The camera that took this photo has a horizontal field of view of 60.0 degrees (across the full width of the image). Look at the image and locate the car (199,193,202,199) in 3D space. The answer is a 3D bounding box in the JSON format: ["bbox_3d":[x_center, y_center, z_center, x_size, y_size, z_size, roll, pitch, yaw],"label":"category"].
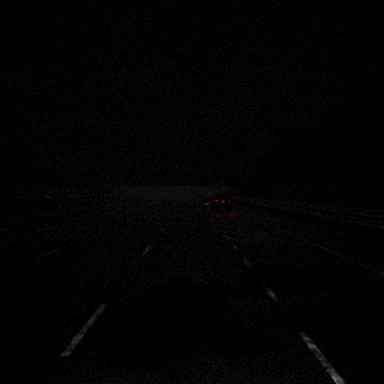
[{"bbox_3d":[3.510,1.480,85.448,1.895,1.301,4.718,0,0,0],"label":"car"}]

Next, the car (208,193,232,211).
[{"bbox_3d":[3.505,1.170,39.935,2.150,2.045,5.566,0,0,0],"label":"car"}]

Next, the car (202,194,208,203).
[{"bbox_3d":[3.508,1.447,68.863,1.812,1.442,4.674,0,0,0],"label":"car"}]
